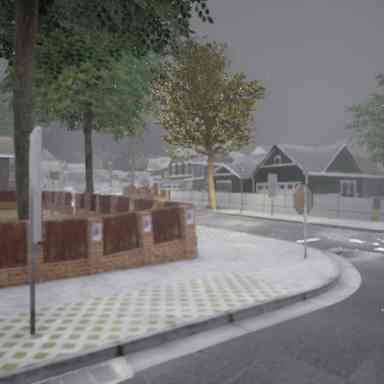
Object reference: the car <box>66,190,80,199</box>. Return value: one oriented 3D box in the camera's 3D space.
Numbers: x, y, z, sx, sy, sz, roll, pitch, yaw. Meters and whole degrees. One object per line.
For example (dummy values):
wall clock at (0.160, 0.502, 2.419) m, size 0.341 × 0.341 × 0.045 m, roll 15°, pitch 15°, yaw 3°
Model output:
car at (-17.136, 0.412, 47.631) m, size 1.812 × 1.442 × 4.674 m, roll 0°, pitch 2°, yaw -31°
